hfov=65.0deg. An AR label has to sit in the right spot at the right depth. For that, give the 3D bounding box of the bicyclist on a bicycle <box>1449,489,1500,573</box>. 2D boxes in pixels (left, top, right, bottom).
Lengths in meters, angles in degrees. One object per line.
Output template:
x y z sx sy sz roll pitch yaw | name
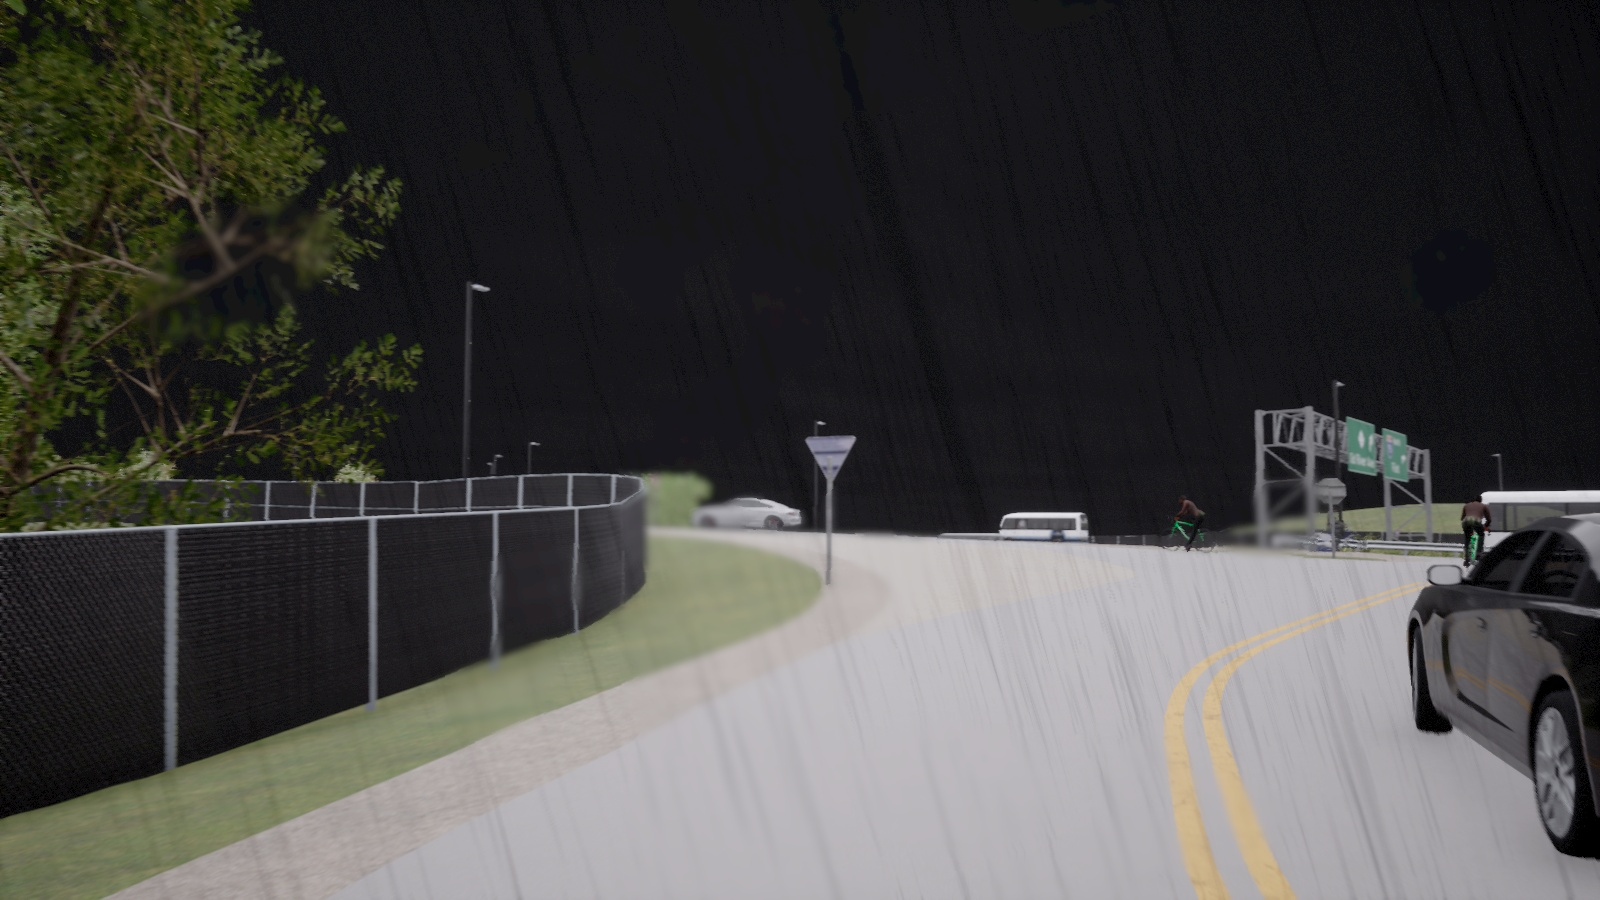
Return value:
13.634 1.619 25.366 0.582 1.620 1.656 1 -2 38 | bicyclist on a bicycle

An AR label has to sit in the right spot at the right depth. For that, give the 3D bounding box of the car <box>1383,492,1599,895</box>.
4.602 1.029 6.782 1.882 1.535 5.008 0 -2 16 | car

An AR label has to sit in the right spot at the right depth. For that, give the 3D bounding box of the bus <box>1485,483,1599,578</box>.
37.457 3.701 57.271 10.273 4.253 3.944 -3 -5 38 | bus

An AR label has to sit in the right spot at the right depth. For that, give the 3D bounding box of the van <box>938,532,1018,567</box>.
10.494 5.857 74.256 4.442 1.987 1.775 -3 -6 39 | van

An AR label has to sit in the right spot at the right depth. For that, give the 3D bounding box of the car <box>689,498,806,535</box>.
-2.189 2.837 53.315 4.674 1.442 1.812 1 -4 7 | car

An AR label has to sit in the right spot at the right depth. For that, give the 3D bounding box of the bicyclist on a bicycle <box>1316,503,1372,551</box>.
20.742 2.923 47.885 1.843 1.776 0.659 1 -3 11 | bicyclist on a bicycle

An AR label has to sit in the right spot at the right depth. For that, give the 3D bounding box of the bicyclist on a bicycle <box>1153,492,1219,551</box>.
10.893 2.012 35.482 1.656 1.620 0.582 -1 -4 37 | bicyclist on a bicycle
